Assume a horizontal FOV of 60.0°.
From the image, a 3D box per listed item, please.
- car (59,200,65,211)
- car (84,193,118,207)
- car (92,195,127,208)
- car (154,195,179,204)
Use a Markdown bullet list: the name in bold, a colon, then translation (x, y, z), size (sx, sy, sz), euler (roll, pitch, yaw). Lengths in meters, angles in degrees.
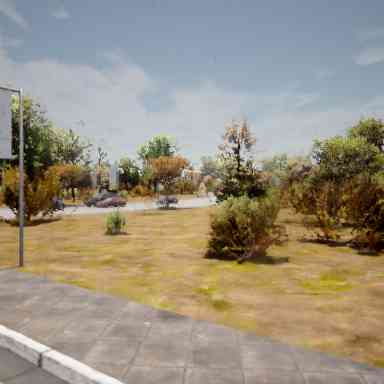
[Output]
- **car**: translation (-17.720, 1.389, 39.933), size (2.097, 1.767, 4.553), euler (0, 0, 39)
- **car**: translation (-13.611, 1.197, 50.652), size (2.150, 2.045, 5.566), euler (0, 0, 39)
- **car**: translation (-11.480, 1.507, 47.703), size (1.812, 1.442, 4.674), euler (0, 0, 38)
- **car**: translation (-4.378, 1.327, 56.549), size (2.128, 1.511, 4.902), euler (0, 1, 39)
